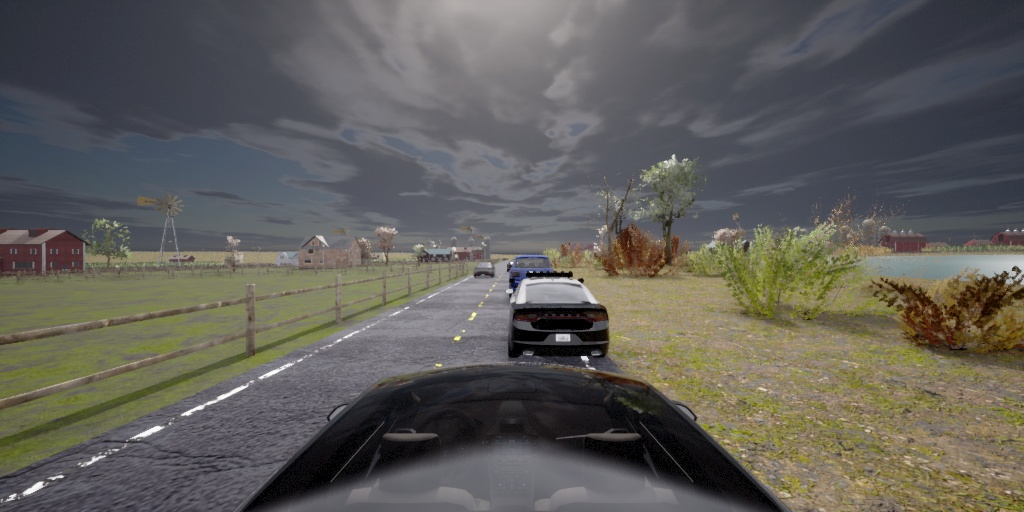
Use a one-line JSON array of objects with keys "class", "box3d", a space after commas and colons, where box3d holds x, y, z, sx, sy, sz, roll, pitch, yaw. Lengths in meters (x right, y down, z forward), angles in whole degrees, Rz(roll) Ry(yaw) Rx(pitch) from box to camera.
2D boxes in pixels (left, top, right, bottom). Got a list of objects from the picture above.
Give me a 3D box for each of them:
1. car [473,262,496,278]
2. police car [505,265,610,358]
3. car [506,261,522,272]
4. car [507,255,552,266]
[{"class": "car", "box3d": [-2.520, 1.304, 33.910, 2.033, 1.411, 5.357, 0, 0, 0]}, {"class": "police car", "box3d": [0.878, 1.174, 8.630, 1.930, 1.638, 5.238, 0, 0, 0]}, {"class": "car", "box3d": [0.347, 1.334, 46.308, 1.994, 1.385, 4.181, 0, 0, 2]}, {"class": "car", "box3d": [0.949, 0.974, 18.550, 2.150, 2.045, 5.566, 0, 0, 0]}]
